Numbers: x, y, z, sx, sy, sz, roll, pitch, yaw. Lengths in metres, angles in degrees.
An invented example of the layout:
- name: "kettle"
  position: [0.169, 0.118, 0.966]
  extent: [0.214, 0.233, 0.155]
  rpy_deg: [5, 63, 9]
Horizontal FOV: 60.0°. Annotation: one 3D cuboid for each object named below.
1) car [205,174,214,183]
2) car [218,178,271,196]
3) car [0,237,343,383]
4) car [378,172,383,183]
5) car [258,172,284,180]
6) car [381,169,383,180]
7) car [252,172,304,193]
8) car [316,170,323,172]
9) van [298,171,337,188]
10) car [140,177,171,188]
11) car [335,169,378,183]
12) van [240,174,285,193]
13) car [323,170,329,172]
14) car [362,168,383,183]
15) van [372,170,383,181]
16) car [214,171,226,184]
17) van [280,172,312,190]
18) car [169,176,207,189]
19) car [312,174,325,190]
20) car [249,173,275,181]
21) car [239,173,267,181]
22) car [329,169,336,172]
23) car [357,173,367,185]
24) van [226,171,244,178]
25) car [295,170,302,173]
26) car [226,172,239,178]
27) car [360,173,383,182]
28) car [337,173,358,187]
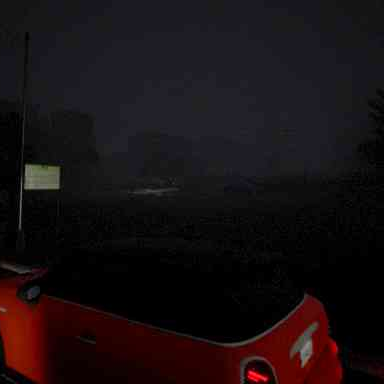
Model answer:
- name: "car"
  position: [0.705, -2.046, 56.472]
  extent: [4.792, 1.488, 2.163]
  rpy_deg: [2, 6, 30]
- name: "car"
  position: [6.107, -0.399, 38.868]
  extent: [5.008, 1.535, 2.097]
  rpy_deg: [4, 7, 32]
- name: "car"
  position: [-0.772, 1.349, 4.003]
  extent: [4.553, 1.767, 2.097]
  rpy_deg: [0, 0, 36]
- name: "car"
  position: [29.647, -2.261, 57.454]
  extent: [4.892, 1.521, 2.231]
  rpy_deg: [4, 7, 30]
- name: "car"
  position: [16.510, -3.383, 69.619]
  extent: [5.008, 1.535, 2.097]
  rpy_deg: [2, 5, 30]
- name: "car"
  position: [41.231, -3.443, 66.908]
  extent: [5.566, 2.045, 2.435]
  rpy_deg: [4, 6, 30]
- name: "car"
  position: [10.799, -1.019, 42.537]
  extent: [5.566, 2.045, 2.435]
  rpy_deg: [4, 7, 32]
- name: "car"
  position: [27.812, -4.262, 78.946]
  extent: [4.674, 1.452, 2.002]
  rpy_deg: [2, 5, 30]
- name: "van"
  position: [18.004, -1.542, 48.012]
  extent: [4.442, 1.987, 1.878]
  rpy_deg: [4, 7, 32]
- name: "car"
  position: [-6.035, -1.471, 50.784]
  extent: [4.674, 1.452, 2.002]
  rpy_deg: [2, 5, 30]
- name: "car"
  position: [27.335, -2.321, 55.522]
  extent: [5.566, 2.045, 2.435]
  rpy_deg: [4, 7, 31]
- name: "van"
  position: [8.569, -0.801, 40.625]
  extent: [4.442, 1.987, 1.878]
  rpy_deg: [4, 7, 32]
- name: "car"
  position: [30.095, -4.598, 80.764]
  extent: [4.553, 1.767, 2.185]
  rpy_deg: [2, 6, 31]
- name: "car"
  position: [31.997, -2.700, 59.310]
  extent: [5.566, 2.045, 2.435]
  rpy_deg: [4, 7, 30]
- name: "van"
  position: [36.690, -3.049, 63.069]
  extent: [4.442, 1.987, 1.878]
  rpy_deg: [4, 7, 30]
- name: "car"
  position: [3.012, -2.387, 58.318]
  extent: [4.553, 1.767, 2.185]
  rpy_deg: [2, 6, 30]
- name: "van"
  position: [13.082, -1.184, 44.430]
  extent: [4.442, 1.987, 1.878]
  rpy_deg: [4, 7, 32]
- name: "car"
  position: [-0.548, -1.204, 48.693]
  extent: [4.718, 1.301, 1.895]
  rpy_deg: [-5, 7, -39]
- name: "car"
  position: [15.518, -1.265, 46.248]
  extent: [4.553, 1.767, 2.185]
  rpy_deg: [4, 7, 32]
- name: "car"
  position: [14.285, -3.166, 67.729]
  extent: [4.792, 1.488, 2.163]
  rpy_deg: [2, 5, 30]
- name: "car"
  position: [12.000, -3.011, 65.876]
  extent: [5.008, 1.535, 2.097]
  rpy_deg: [2, 5, 30]
- name: "car"
  position: [32.343, -4.642, 82.649]
  extent: [5.008, 1.535, 2.097]
  rpy_deg: [2, 6, 31]
- name: "car"
  position: [24.985, -1.853, 53.670]
  extent: [4.792, 1.488, 2.163]
  rpy_deg: [4, 7, 31]
- name: "van"
  position: [7.396, -2.866, 62.158]
  extent: [4.442, 1.987, 1.878]
  rpy_deg: [2, 6, 30]
- name: "car"
  position: [21.032, -3.752, 73.340]
  extent: [4.892, 1.521, 2.231]
  rpy_deg: [2, 6, 30]
- name: "car"
  position: [5.243, -2.451, 60.242]
  extent: [5.008, 1.535, 2.097]
  rpy_deg: [2, 5, 30]
- name: "car"
  position: [34.118, -2.656, 61.340]
  extent: [5.366, 1.575, 1.946]
  rpy_deg: [4, 7, 30]
- name: "car"
  position: [22.616, -1.695, 51.802]
  extent: [4.892, 1.521, 2.231]
  rpy_deg: [4, 7, 31]
